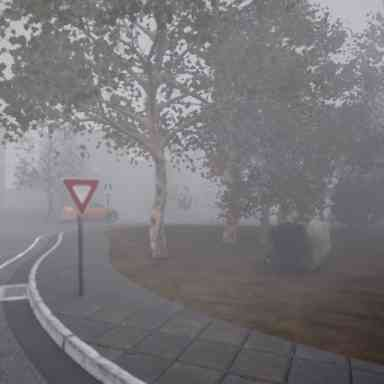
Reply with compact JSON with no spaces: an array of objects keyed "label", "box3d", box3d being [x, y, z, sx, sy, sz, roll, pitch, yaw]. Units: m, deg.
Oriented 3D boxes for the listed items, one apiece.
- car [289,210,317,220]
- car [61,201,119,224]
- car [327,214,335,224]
[{"label":"car","box3d":[15.404,3.421,47.193,5.566,2.045,2.150,4,-3,-37]},{"label":"car","box3d":[-8.025,1.537,26.651,2.097,1.767,4.553,0,-2,33]},{"label":"car","box3d":[21.872,3.691,48.233,5.566,2.045,2.150,2,-2,-38]}]
